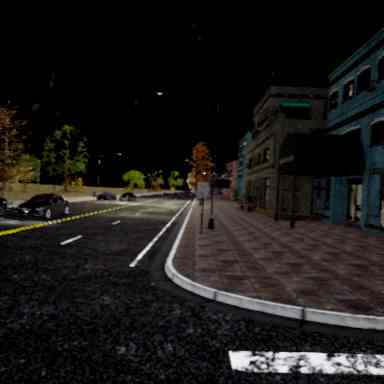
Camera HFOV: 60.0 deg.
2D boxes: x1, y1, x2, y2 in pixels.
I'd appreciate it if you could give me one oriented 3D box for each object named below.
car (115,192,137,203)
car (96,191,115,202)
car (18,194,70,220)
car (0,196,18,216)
[{"bbox_3d":[-9.029,0.776,47.276,1.812,1.442,4.674,3,0,2],"label":"car"},{"bbox_3d":[-12.247,0.620,48.255,2.033,1.411,5.357,3,0,2],"label":"car"},{"bbox_3d":[-9.654,0.898,21.954,1.837,1.490,4.892,3,0,1],"label":"car"},{"bbox_3d":[-12.947,0.723,19.731,2.128,1.511,4.902,3,0,1],"label":"car"}]
